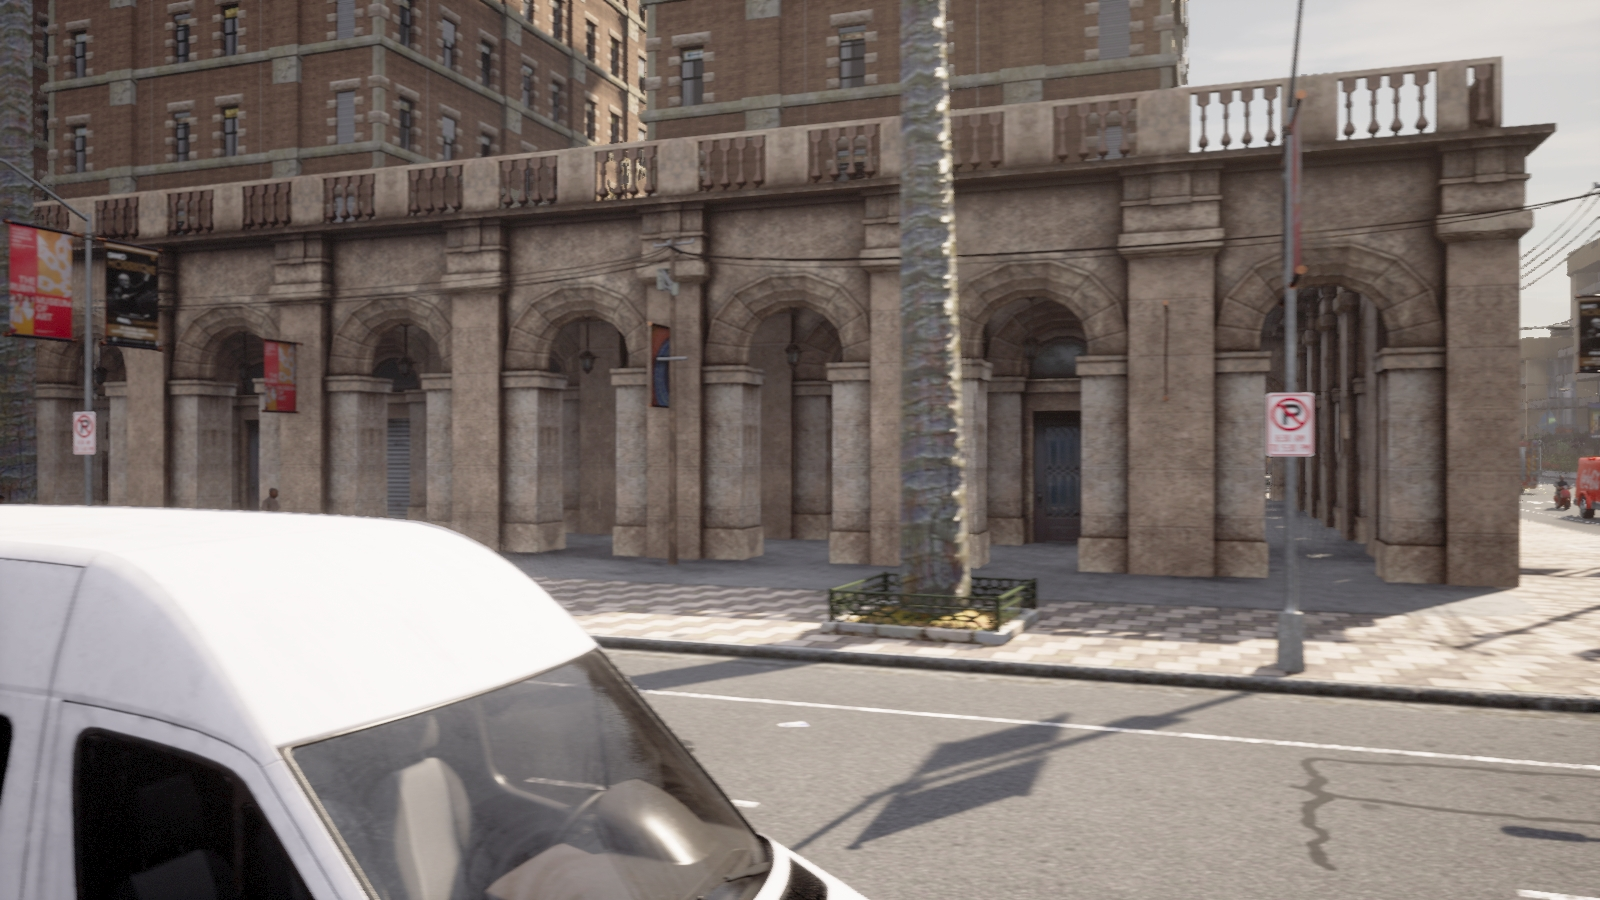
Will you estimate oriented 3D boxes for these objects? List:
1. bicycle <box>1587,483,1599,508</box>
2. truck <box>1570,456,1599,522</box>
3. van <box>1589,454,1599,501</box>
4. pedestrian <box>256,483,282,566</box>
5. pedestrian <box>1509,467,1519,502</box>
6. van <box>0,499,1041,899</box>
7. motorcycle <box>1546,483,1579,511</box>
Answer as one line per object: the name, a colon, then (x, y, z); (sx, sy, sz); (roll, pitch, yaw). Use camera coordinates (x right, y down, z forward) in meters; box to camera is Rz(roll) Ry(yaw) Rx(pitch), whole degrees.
bicycle: (38.777, 2.207, 55.785); (0.329, 1.171, 1.835); (0, 0, 42)
truck: (32.717, 1.551, 45.108); (2.627, 2.467, 5.204); (0, 1, 19)
van: (44.846, 1.531, 61.216); (1.988, 2.561, 5.915); (0, 0, 10)
pedestrian: (-12.159, 1.699, 26.174); (0.375, 1.860, 0.375); (0, 0, 19)
pedestrian: (38.309, 1.845, 61.271); (0.375, 1.860, 0.375); (0, 0, 19)
van: (-2.266, 1.535, 4.129); (5.915, 2.561, 1.988); (0, 0, 20)
motorcycle: (35.512, 2.180, 53.219); (0.856, 1.236, 1.805); (0, 0, 19)
